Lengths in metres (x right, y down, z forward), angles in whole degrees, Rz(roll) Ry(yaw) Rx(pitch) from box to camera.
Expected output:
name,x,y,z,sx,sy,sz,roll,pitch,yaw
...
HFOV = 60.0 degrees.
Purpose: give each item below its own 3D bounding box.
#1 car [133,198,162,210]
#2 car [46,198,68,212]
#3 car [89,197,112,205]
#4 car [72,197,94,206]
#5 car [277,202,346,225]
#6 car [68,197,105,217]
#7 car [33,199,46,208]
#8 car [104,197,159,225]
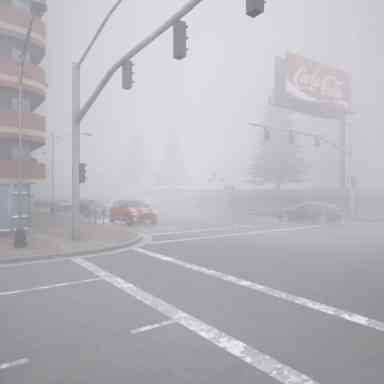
name,x,y,z,sx,sy,sz,roll,pitch,yaw
car,-6.060,1.525,44.629,1.812,1.442,4.674,0,0,-36
car,-15.278,1.478,39.136,1.882,1.535,5.008,0,0,-36
car,-16.153,1.547,58.565,2.033,1.411,5.357,0,0,-36
car,-18.182,1.547,55.400,2.033,1.411,5.357,0,0,-36
car,8.645,1.505,24.390,1.837,1.490,4.892,-4,2,-44
car,-9.610,1.491,31.292,2.128,1.511,4.902,0,0,-36
car,-21.215,1.601,47.397,1.895,1.301,4.718,0,0,-35
car,-4.274,1.352,23.925,2.097,1.767,4.553,0,0,-36
